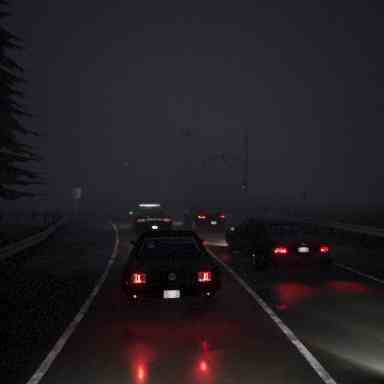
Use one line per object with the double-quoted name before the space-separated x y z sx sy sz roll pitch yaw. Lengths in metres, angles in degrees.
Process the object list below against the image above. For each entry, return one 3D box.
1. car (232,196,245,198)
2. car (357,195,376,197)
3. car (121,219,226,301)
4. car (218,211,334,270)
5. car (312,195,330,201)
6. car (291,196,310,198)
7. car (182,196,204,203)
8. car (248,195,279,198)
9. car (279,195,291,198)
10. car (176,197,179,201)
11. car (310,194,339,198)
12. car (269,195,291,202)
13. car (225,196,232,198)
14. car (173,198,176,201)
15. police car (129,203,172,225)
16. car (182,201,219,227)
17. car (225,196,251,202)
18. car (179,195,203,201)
"car" 11.003 1.526 66.823 4.674 1.442 1.812 0 0 -20
"car" 41.052 1.478 76.819 5.008 1.535 1.882 0 0 -35
"car" -0.606 1.601 8.357 1.895 1.301 4.718 0 0 -6
"car" 2.535 1.547 11.113 2.033 1.411 5.357 0 0 -8
"car" 32.489 1.552 83.721 4.181 1.385 1.994 0 0 -31
"car" 24.832 1.540 72.029 5.357 1.411 2.033 0 0 -21
"car" 0.291 1.553 70.236 4.181 1.385 1.994 0 0 -21
"car" 13.602 1.505 64.092 4.892 1.490 1.837 0 0 -20
"car" 20.247 1.355 74.012 4.553 1.767 2.097 0 0 -21
"car" -0.096 1.352 62.715 4.553 1.767 2.097 0 0 -22
"car" 27.638 1.524 69.386 4.674 1.442 1.812 0 0 -21
"car" 20.553 1.500 77.869 4.892 1.490 1.837 0 0 -21
"car" 7.757 1.524 69.307 4.674 1.442 1.812 0 0 -21
"car" -1.622 1.492 65.855 4.902 1.511 2.128 0 0 -20
"police car" -2.277 1.425 17.821 1.930 1.638 5.238 0 0 -13
"car" 0.666 1.526 20.513 1.812 1.442 4.674 0 0 -13
"car" 10.255 1.540 73.987 5.357 1.411 2.033 0 0 -21
"car" 0.463 1.564 59.185 4.181 1.385 1.994 0 0 -21
